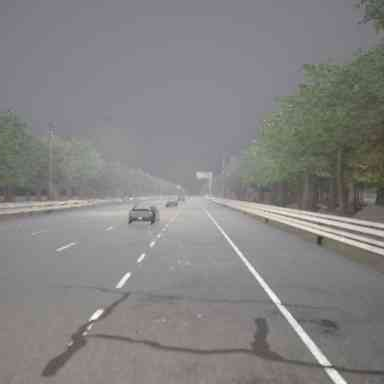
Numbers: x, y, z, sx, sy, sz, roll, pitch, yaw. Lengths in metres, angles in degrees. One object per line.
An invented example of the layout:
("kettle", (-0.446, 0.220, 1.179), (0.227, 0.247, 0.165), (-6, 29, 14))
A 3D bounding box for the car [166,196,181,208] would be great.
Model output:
("car", (-3.320, 1.854, 56.163), (1.812, 1.442, 4.674), (0, 0, 0))

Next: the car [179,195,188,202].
("car", (-2.991, 1.873, 95.404), (2.150, 2.045, 5.566), (0, 0, 1))

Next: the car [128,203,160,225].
("car", (-3.464, 1.583, 24.654), (2.128, 1.511, 4.902), (0, 0, 0))
